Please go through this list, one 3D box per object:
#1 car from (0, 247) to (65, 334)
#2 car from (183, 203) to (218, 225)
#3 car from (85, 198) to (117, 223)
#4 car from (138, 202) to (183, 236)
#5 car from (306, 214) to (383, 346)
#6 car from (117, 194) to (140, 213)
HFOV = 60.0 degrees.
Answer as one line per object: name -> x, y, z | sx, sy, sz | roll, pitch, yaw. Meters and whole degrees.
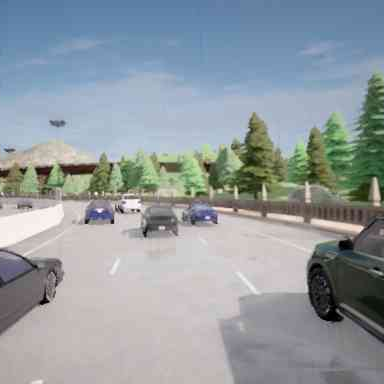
car -> -3.665, 1.565, 5.068 | 2.033, 1.411, 5.357 | 0, 0, -3
car -> 0.524, 1.536, 23.995 | 1.812, 1.442, 4.674 | 0, 0, -13
car -> -7.156, 1.394, 25.896 | 2.097, 1.767, 4.553 | 0, 0, -15
car -> -1.898, 1.522, 18.721 | 1.837, 1.490, 4.892 | 0, 0, -10
car -> 3.364, 1.210, 4.117 | 2.150, 2.045, 5.566 | 0, 0, -2
car -> -7.296, 1.271, 37.613 | 2.150, 2.045, 5.566 | 0, 0, -21
